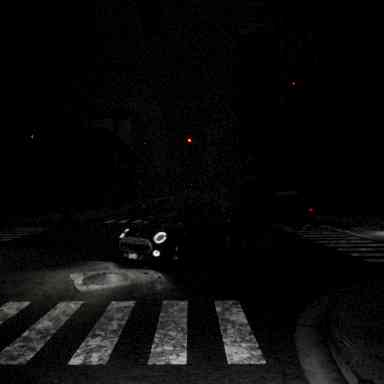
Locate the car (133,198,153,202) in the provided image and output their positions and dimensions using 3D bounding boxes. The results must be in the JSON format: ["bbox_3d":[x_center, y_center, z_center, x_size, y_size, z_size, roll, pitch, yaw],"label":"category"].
[{"bbox_3d":[-5.699,1.480,36.160,1.967,1.590,4.097,0,0,0],"label":"car"}]

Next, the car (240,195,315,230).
[{"bbox_3d":[4.666,1.219,20.634,5.566,2.045,2.150,-1,0,0],"label":"car"}]

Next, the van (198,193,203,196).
[{"bbox_3d":[2.346,1.424,58.196,1.690,1.788,3.998,0,0,0],"label":"van"}]

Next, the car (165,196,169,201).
[{"bbox_3d":[-5.678,1.634,58.203,2.008,1.369,4.403,0,0,0],"label":"car"}]

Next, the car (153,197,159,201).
[{"bbox_3d":[-5.694,1.490,41.671,1.967,1.590,4.097,0,0,0],"label":"car"}]

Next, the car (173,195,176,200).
[{"bbox_3d":[-5.658,1.694,80.246,2.008,1.369,4.403,0,0,0],"label":"car"}]

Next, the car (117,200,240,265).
[{"bbox_3d":[-0.447,1.343,11.810,2.097,1.767,4.553,0,0,37],"label":"car"}]

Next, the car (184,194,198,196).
[{"bbox_3d":[-0.236,1.614,67.941,1.837,1.490,4.892,0,0,1],"label":"car"}]

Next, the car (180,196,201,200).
[{"bbox_3d":[-0.223,1.601,43.867,2.033,1.411,5.357,0,0,0],"label":"car"}]

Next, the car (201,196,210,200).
[{"bbox_3d":[2.336,1.641,47.175,1.802,1.307,4.206,0,0,0],"label":"car"}]

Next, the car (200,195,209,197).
[{"bbox_3d":[2.341,1.637,52.685,1.947,1.339,4.313,0,0,0],"label":"car"}]

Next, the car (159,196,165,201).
[{"bbox_3d":[-5.684,1.653,52.692,1.802,1.307,4.206,0,0,0],"label":"car"}]

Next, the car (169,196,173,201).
[{"bbox_3d":[-5.668,1.552,69.225,1.967,1.590,4.097,0,0,0],"label":"car"}]

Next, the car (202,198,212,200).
[{"bbox_3d":[2.326,1.606,36.152,1.947,1.339,4.313,0,0,0],"label":"car"}]
